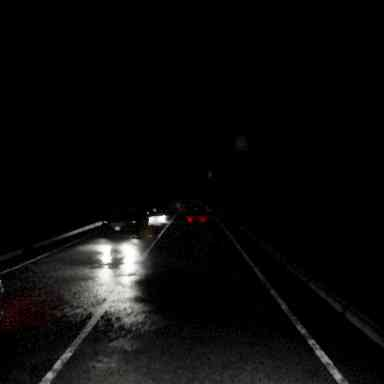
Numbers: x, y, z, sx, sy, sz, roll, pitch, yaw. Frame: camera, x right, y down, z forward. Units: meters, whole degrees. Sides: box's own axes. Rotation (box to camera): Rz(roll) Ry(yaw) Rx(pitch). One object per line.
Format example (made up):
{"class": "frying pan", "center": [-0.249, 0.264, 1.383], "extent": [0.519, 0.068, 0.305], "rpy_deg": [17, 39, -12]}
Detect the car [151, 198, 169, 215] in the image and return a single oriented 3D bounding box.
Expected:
{"class": "car", "center": [-3.249, 1.355, 31.879], "extent": [2.128, 1.511, 4.902], "rpy_deg": [0, 0, 1]}

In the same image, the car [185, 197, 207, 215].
{"class": "car", "center": [0.390, 1.358, 32.514], "extent": [2.128, 1.511, 4.902], "rpy_deg": [0, 0, 1]}

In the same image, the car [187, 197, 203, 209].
{"class": "car", "center": [0.457, 1.430, 45.974], "extent": [2.128, 1.511, 4.902], "rpy_deg": [0, -1, 1]}

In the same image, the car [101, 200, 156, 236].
{"class": "car", "center": [-3.435, 1.408, 17.841], "extent": [2.128, 1.511, 4.902], "rpy_deg": [0, 0, 1]}

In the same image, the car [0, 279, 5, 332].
{"class": "car", "center": [-3.582, 1.500, 2.784], "extent": [1.837, 1.490, 4.892], "rpy_deg": [0, 0, 1]}
